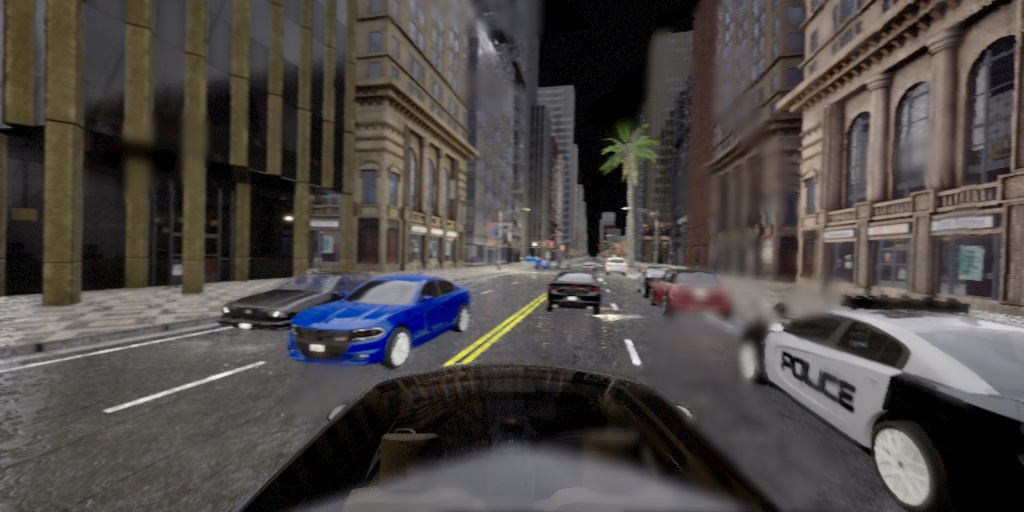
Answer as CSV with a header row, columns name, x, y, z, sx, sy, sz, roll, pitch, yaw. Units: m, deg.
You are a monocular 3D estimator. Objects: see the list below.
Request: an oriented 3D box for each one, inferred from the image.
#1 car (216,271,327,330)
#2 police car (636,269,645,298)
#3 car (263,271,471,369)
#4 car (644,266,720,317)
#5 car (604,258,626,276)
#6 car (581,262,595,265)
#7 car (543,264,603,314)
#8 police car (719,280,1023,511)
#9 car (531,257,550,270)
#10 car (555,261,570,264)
name,x,y,z,sx,sy,sz,roll,pitch,yaw
car,-5.220,1.153,10.401,2.033,1.411,5.357,2,0,13
police car,8.055,1.378,19.859,1.930,1.638,5.238,2,0,13
car,-2.444,1.159,7.960,1.882,1.535,5.008,2,0,13
car,6.684,1.271,13.875,2.097,1.767,4.553,2,0,13
car,12.276,1.262,42.462,2.150,2.045,5.566,2,0,13
car,9.352,1.455,43.962,2.128,1.511,4.902,2,0,13
car,2.578,1.288,14.435,1.882,1.535,5.008,2,0,13
police car,4.478,1.293,4.264,1.930,1.638,5.238,2,0,13
car,4.492,1.303,52.543,1.882,1.535,5.008,2,0,13
car,7.159,1.405,49.675,1.837,1.490,4.892,2,0,13
